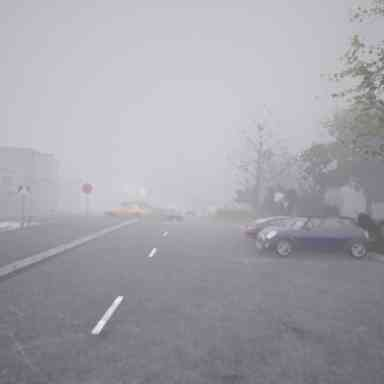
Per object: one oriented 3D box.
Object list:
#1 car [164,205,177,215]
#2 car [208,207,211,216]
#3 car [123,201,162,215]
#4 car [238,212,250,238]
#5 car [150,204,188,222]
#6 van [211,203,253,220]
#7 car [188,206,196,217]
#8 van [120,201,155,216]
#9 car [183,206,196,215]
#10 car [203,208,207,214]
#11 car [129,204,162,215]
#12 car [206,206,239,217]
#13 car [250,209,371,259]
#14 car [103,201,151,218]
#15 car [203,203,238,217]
[{"bbox_3d":[-3.663,3.070,56.372,1.882,1.535,5.008,1,-3,-1],"label":"car"},{"bbox_3d":[5.048,2.618,41.206,5.366,1.575,1.946,1,-2,0],"label":"car"},{"bbox_3d":[-7.471,2.463,51.100,5.566,2.045,2.435,1,-3,-1],"label":"car"},{"bbox_3d":[5.053,2.028,17.625,4.674,1.452,2.002,1,-1,0],"label":"car"},{"bbox_3d":[-2.492,2.256,34.247,2.033,1.411,5.357,2,-2,-19],"label":"car"},{"bbox_3d":[4.779,2.288,38.420,4.442,1.987,1.878,1,-2,0],"label":"van"},{"bbox_3d":[-0.299,2.847,48.449,2.033,1.411,5.357,1,-2,-1],"label":"car"},{"bbox_3d":[-7.316,2.226,44.913,4.442,1.987,1.878,1,-2,-1],"label":"van"},{"bbox_3d":[-0.415,3.291,58.843,2.128,1.511,4.902,1,-3,2],"label":"car"},{"bbox_3d":[4.759,2.704,49.586,5.566,2.045,2.435,1,-3,-1],"label":"car"},{"bbox_3d":[-7.543,2.855,54.002,5.008,1.535,2.097,1,-3,-1],"label":"car"},{"bbox_3d":[4.735,3.088,52.364,4.892,1.521,2.231,1,-3,-1],"label":"car"},{"bbox_3d":[5.132,1.803,14.459,4.553,1.767,2.185,1,-1,0],"label":"car"},{"bbox_3d":[-7.565,2.215,38.952,5.366,1.575,1.946,1,-2,0],"label":"car"},{"bbox_3d":[4.680,2.965,55.042,5.566,2.045,2.435,1,-3,-1],"label":"car"}]
